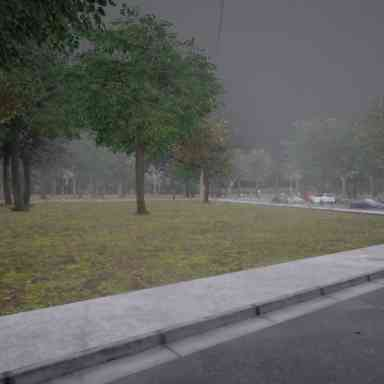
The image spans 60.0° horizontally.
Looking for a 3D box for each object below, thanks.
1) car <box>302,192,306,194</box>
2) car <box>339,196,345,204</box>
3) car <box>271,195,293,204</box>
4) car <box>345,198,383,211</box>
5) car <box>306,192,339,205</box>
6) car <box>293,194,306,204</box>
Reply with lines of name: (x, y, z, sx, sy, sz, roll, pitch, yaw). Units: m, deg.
car: (21.774, 1.406, 71.535, 2.128, 1.511, 4.902, 0, 0, -12)
car: (27.129, 1.554, 62.338, 2.128, 1.511, 4.902, 0, 0, -12)
car: (16.845, 1.537, 63.507, 1.837, 1.490, 4.892, 0, 0, -12)
car: (21.577, 1.538, 41.132, 1.812, 1.442, 4.674, 0, 0, -12)
car: (23.993, 1.273, 61.482, 2.150, 2.045, 5.566, 0, 0, -11)
car: (19.995, 1.566, 64.318, 1.812, 1.442, 4.674, 0, 0, -12)
